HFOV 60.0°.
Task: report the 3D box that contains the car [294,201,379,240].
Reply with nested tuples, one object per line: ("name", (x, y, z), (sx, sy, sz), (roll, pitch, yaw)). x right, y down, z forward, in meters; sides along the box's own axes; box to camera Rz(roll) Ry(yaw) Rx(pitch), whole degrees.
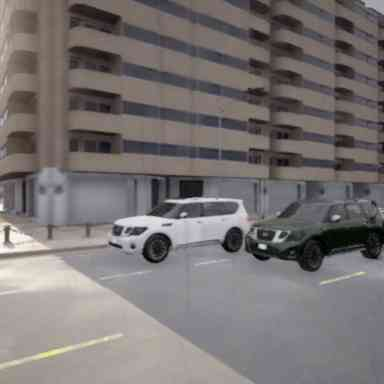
("car", (7.857, 1.417, 17.936), (4.553, 1.767, 2.097), (0, 0, -34))

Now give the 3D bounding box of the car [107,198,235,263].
("car", (-0.255, 1.239, 12.360), (5.566, 2.045, 2.150), (0, 0, -36))

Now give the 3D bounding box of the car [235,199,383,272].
("car", (4.356, 1.259, 11.295), (5.566, 2.045, 2.150), (0, 0, -34))
